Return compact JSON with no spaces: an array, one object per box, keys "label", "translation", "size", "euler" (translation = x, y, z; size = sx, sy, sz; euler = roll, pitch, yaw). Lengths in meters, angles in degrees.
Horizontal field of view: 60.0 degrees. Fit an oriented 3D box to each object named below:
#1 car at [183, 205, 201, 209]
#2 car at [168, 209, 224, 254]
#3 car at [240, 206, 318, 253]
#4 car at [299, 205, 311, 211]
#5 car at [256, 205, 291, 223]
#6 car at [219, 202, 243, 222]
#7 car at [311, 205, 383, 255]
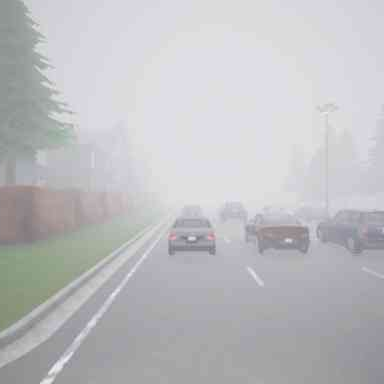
[{"label":"car","translation":[-0.001,1.814,28.982],"size":[2.033,1.411,5.357],"euler":[0,0,0]},{"label":"car","translation":[0.000,1.677,13.983],"size":[2.033,1.411,5.357],"euler":[0,0,0]},{"label":"car","translation":[3.504,1.612,14.477],"size":[1.882,1.535,5.008],"euler":[0,0,0]},{"label":"car","translation":[10.502,1.834,29.277],"size":[1.994,1.385,4.181],"euler":[0,0,0]},{"label":"car","translation":[7.000,1.869,29.098],"size":[1.895,1.301,4.718],"euler":[0,0,0]},{"label":"car","translation":[3.500,1.618,29.080],"size":[2.097,1.767,4.553],"euler":[0,-1,0]},{"label":"car","translation":[7.001,1.480,14.080],"size":[2.097,1.767,4.553],"euler":[0,-1,0]}]
